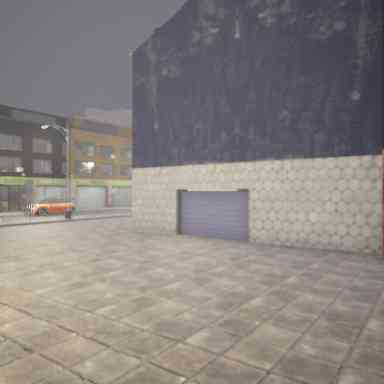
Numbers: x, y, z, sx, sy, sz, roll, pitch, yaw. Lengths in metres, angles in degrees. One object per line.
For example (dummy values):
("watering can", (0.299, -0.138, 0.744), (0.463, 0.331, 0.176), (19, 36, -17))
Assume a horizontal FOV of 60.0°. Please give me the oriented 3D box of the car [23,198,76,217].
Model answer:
("car", (-13.371, 1.336, 31.260), (2.097, 1.767, 4.553), (0, 0, 36))
